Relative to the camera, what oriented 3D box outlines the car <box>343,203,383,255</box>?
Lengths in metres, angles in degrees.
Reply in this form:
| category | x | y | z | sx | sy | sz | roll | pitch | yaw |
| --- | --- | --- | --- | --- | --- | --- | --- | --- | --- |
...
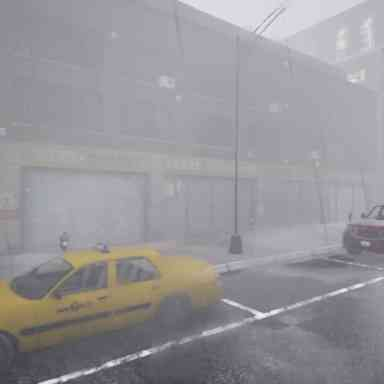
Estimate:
| category | x | y | z | sx | sy | sz | roll | pitch | yaw |
| --- | --- | --- | --- | --- | --- | --- | --- | --- | --- |
| car | 7.498 | 1.294 | 11.888 | 5.009 | 1.841 | 2.192 | 0 | 1 | -35 |

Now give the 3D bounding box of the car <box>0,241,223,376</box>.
| category | x | y | z | sx | sy | sz | roll | pitch | yaw |
| --- | --- | --- | --- | --- | --- | --- | --- | --- | --- |
| car | -1.711 | 1.523 | 5.325 | 4.829 | 1.417 | 1.752 | 0 | 1 | -35 |
